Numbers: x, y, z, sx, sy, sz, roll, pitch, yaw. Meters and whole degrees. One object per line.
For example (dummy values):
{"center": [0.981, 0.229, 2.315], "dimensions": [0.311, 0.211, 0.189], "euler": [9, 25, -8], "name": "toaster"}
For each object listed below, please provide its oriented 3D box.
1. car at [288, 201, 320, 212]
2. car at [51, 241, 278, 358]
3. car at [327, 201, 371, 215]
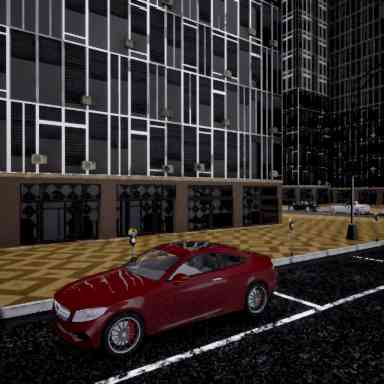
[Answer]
{"center": [15.143, 1.899, 45.275], "dimensions": [2.008, 1.369, 4.403], "euler": [-1, 0, -36], "name": "car"}
{"center": [-0.237, 1.582, 5.932], "dimensions": [4.206, 1.307, 1.802], "euler": [0, 0, -36], "name": "car"}
{"center": [17.718, 1.776, 37.668], "dimensions": [1.812, 1.442, 4.674], "euler": [0, -1, -36], "name": "car"}
